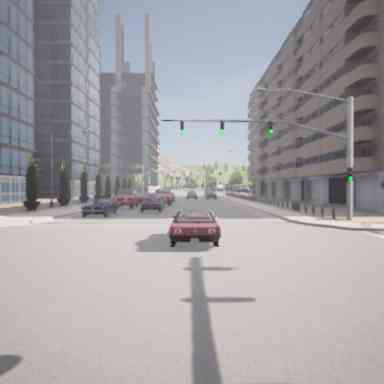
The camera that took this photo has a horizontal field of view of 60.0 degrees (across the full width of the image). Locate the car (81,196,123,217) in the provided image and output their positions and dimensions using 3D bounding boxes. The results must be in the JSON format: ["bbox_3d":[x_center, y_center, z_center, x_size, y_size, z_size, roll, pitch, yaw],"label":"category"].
[{"bbox_3d":[-7.091,1.205,26.012,1.895,1.301,4.718,0,1,0],"label":"car"}]

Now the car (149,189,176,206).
[{"bbox_3d":[-3.563,0.608,40.531,2.150,2.045,5.566,0,1,0],"label":"car"}]

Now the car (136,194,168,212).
[{"bbox_3d":[-3.582,1.130,30.777,1.895,1.301,4.718,0,1,0],"label":"car"}]

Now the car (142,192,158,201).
[{"bbox_3d":[-6.994,0.714,55.837,2.033,1.411,5.357,0,1,0],"label":"car"}]

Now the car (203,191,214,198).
[{"bbox_3d":[3.508,0.478,70.182,2.033,1.411,5.357,0,1,0],"label":"car"}]

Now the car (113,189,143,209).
[{"bbox_3d":[-7.081,0.682,35.768,2.150,2.045,5.566,0,1,0],"label":"car"}]

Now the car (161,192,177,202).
[{"bbox_3d":[-3.494,0.728,50.756,2.128,1.511,4.902,0,1,0],"label":"car"}]

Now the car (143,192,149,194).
[{"bbox_3d":[-7.022,0.794,45.575,1.882,1.535,5.008,0,1,1],"label":"car"}]

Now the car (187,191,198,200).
[{"bbox_3d":[0.007,0.649,60.765,1.994,1.385,4.181,0,1,0],"label":"car"}]

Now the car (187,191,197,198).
[{"bbox_3d":[0.007,0.492,70.696,1.994,1.385,4.181,0,1,0],"label":"car"}]

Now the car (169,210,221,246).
[{"bbox_3d":[0.102,1.384,14.023,1.895,1.301,4.718,0,1,0],"label":"car"}]

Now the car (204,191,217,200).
[{"bbox_3d":[3.507,0.690,60.153,1.895,1.301,4.718,0,1,0],"label":"car"}]
